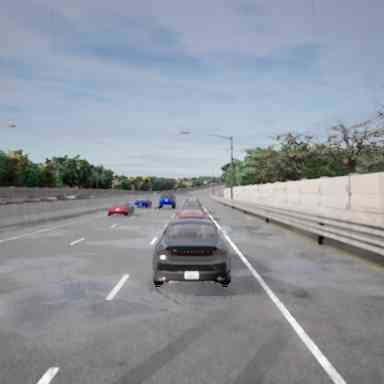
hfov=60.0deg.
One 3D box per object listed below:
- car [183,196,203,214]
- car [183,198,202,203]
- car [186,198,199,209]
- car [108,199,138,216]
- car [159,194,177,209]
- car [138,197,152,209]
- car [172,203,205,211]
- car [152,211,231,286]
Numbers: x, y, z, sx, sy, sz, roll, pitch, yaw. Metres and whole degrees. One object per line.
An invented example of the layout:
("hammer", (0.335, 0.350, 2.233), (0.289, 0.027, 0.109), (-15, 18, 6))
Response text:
("car", (0.080, 1.390, 36.901), (2.097, 1.767, 4.553), (0, 0, 0))
("car", (-0.015, 1.535, 27.702), (1.837, 1.490, 4.892), (0, 0, 0))
("car", (0.076, 1.571, 47.600), (1.812, 1.442, 4.674), (0, 0, 0))
("car", (-6.916, 1.599, 32.958), (1.994, 1.385, 4.181), (0, 0, 0))
("car", (-3.426, 1.260, 47.323), (2.150, 2.045, 5.566), (0, -1, 0))
("car", (-6.918, 1.523, 47.618), (1.882, 1.535, 5.008), (0, 0, 2))
("car", (-0.011, 1.545, 18.647), (1.812, 1.442, 4.674), (0, 0, 0))
("car", (-0.006, 1.514, 9.427), (1.837, 1.490, 4.892), (0, 0, 0))
